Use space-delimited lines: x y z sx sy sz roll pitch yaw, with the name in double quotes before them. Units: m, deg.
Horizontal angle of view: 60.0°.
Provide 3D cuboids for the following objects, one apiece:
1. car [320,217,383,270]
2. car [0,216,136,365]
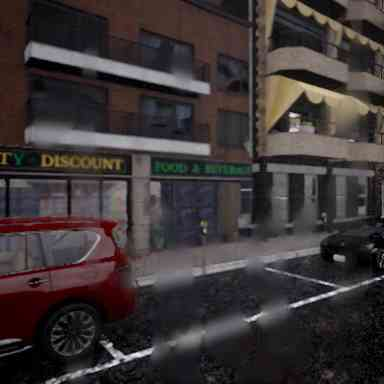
"car" 6.022 1.522 10.851 4.313 1.339 1.947 0 0 -35
"car" -3.178 1.316 4.293 5.009 1.841 2.192 0 0 -35
